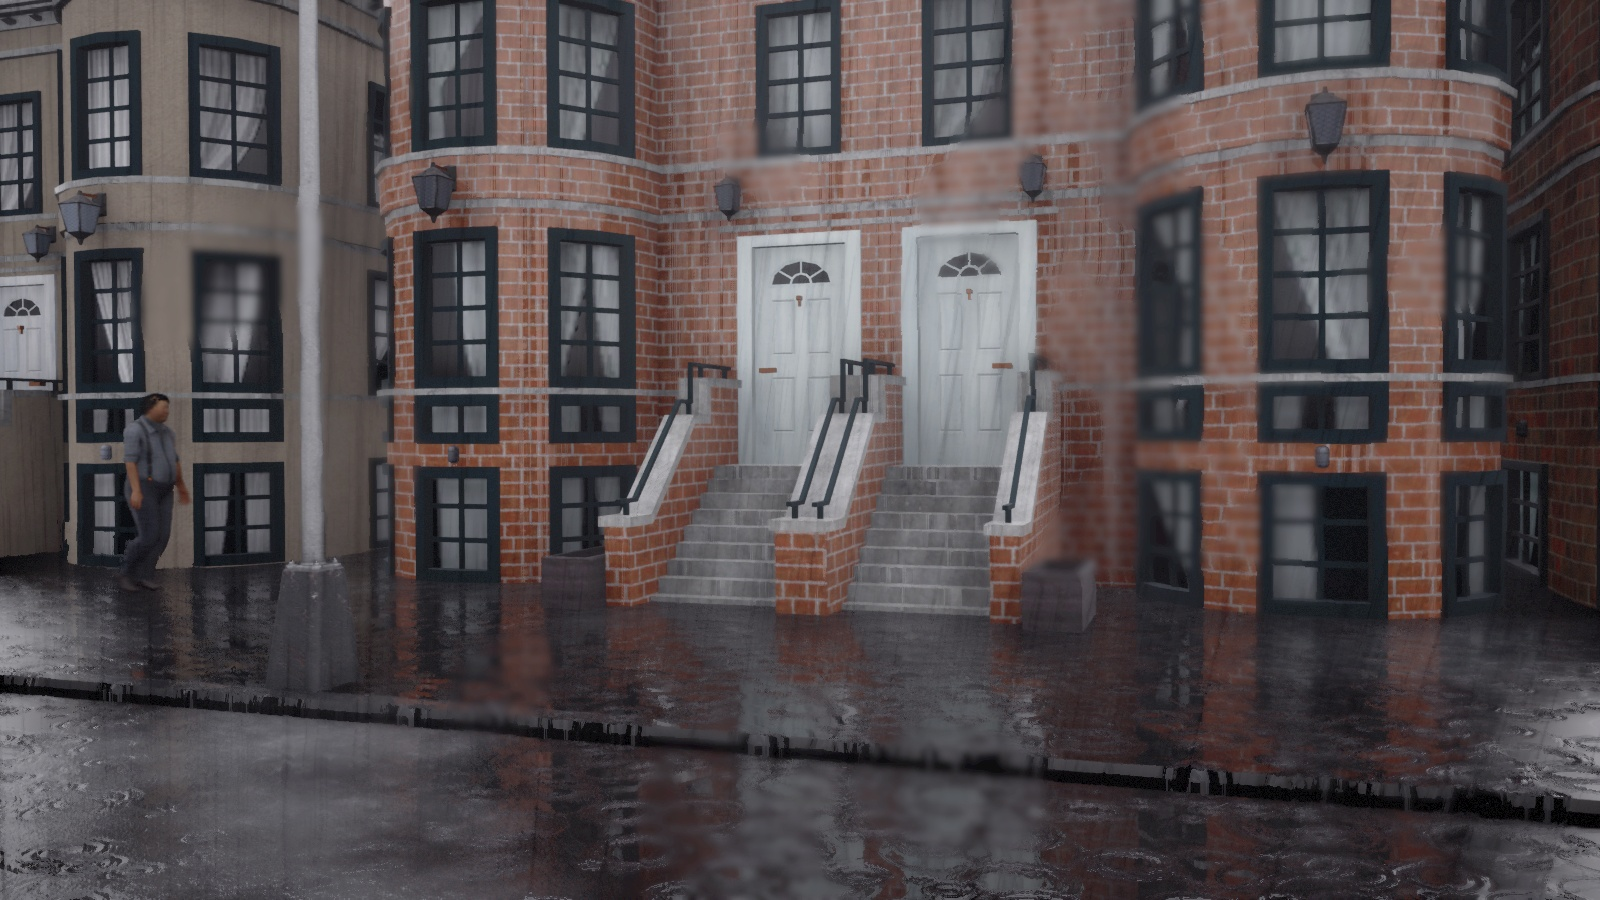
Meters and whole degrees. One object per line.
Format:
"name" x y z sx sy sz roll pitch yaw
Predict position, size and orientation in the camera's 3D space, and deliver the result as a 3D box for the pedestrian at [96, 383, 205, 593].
"pedestrian" -5.904 0.331 11.433 0.694 1.848 0.540 0 1 13
